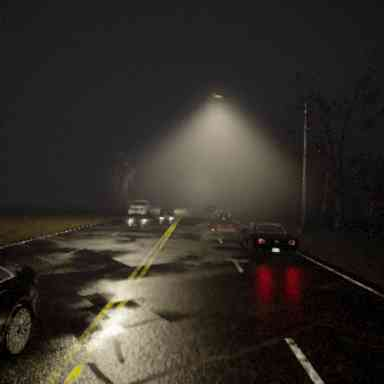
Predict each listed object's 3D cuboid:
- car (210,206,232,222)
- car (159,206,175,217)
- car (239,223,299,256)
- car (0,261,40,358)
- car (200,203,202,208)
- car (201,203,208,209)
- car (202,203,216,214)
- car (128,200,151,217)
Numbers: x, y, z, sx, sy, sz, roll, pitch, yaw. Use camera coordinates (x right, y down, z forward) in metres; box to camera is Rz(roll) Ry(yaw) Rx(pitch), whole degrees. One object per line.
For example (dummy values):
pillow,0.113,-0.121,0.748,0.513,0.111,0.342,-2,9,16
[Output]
car,3.419,2.653,38.041,1.895,1.301,4.718,2,-2,0
car,-3.293,2.556,44.666,2.033,1.411,5.357,2,-1,0
car,3.396,2.092,15.568,1.895,1.301,4.718,3,-1,0
car,-3.325,1.497,3.342,2.128,1.511,4.902,2,-1,0
car,3.335,3.149,67.649,2.033,1.649,4.856,3,-1,0
car,3.339,3.735,89.635,1.812,1.442,4.674,2,-2,0
car,3.311,2.836,56.628,2.097,1.767,4.553,2,-2,0
car,-6.533,2.056,41.865,2.150,2.045,5.566,2,-1,0
